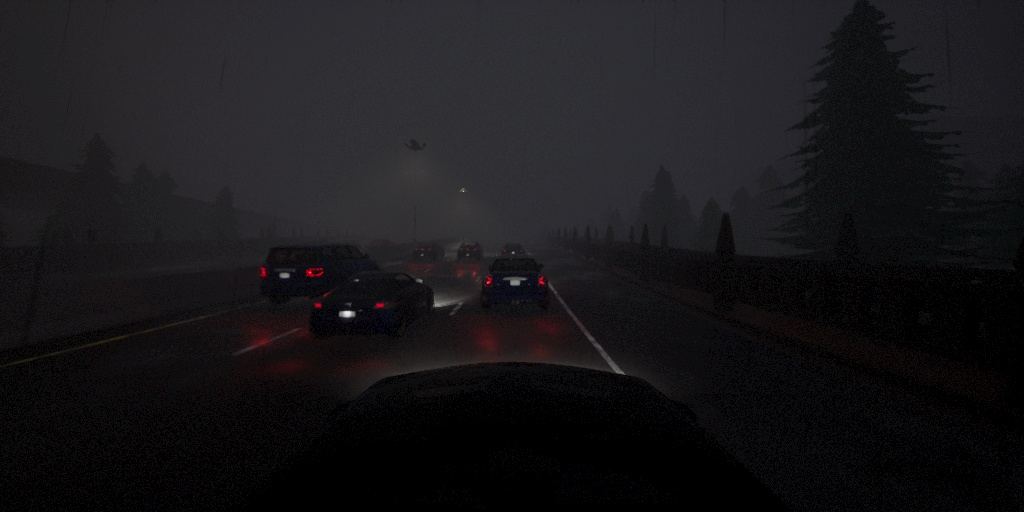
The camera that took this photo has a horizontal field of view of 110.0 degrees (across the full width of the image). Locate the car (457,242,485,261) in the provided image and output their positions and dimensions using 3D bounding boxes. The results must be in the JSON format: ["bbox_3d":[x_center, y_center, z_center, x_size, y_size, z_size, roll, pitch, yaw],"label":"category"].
[{"bbox_3d":[-3.404,-0.464,29.996,2.128,1.511,4.902,0,5,0],"label":"car"}]

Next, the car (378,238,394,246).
[{"bbox_3d":[-14.100,-1.121,38.161,1.882,1.535,5.008,0,5,0],"label":"car"}]

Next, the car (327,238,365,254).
[{"bbox_3d":[-17.599,-1.075,38.187,1.812,1.442,4.674,0,5,0],"label":"car"}]

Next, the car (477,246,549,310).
[{"bbox_3d":[0.098,0.695,12.726,2.097,1.767,4.553,0,3,0],"label":"car"}]

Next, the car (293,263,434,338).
[{"bbox_3d":[-3.402,1.080,9.407,1.994,1.385,4.181,0,3,0],"label":"car"}]

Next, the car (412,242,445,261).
[{"bbox_3d":[-6.904,-0.465,30.006,2.128,1.511,4.902,0,5,0],"label":"car"}]

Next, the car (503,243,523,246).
[{"bbox_3d":[0.095,-0.422,30.376,1.994,1.385,4.181,0,5,0],"label":"car"}]

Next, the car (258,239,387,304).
[{"bbox_3d":[-6.902,0.516,13.567,2.150,2.045,5.566,0,4,0],"label":"car"}]
